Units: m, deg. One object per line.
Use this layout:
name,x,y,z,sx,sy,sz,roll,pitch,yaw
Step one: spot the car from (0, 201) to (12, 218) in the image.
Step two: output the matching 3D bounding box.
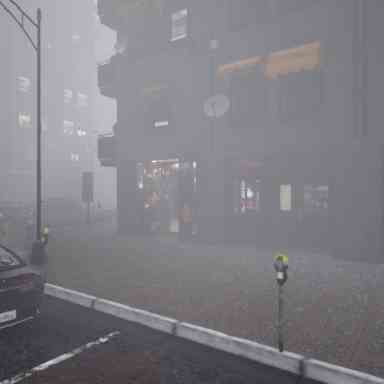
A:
car,-13.997,1.347,26.040,2.008,1.369,4.403,1,1,35

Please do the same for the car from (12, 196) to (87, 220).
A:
car,-10.964,1.127,25.879,2.097,1.767,4.553,0,1,35

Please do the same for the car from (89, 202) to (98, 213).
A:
car,-10.908,1.247,30.466,1.752,1.417,4.829,1,1,35

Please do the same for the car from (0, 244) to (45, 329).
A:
car,-4.430,1.551,6.031,4.403,1.369,2.008,0,0,35
